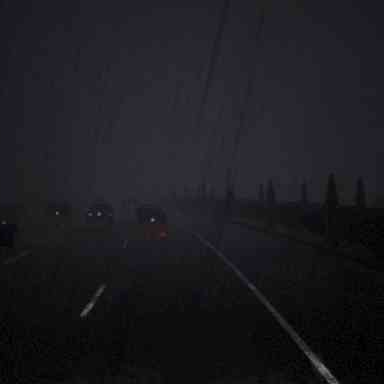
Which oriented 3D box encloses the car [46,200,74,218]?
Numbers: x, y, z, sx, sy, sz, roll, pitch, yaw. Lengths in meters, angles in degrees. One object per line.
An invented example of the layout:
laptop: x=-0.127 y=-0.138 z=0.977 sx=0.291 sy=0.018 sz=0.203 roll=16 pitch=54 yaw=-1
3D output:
car: x=-11.717 y=1.476 z=29.648 sx=1.837 sy=1.490 sz=4.892 roll=0 pitch=0 yaw=-15

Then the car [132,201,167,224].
car: x=-3.111 y=1.560 z=24.347 sx=1.895 sy=1.301 sz=4.718 roll=0 pitch=0 yaw=-13

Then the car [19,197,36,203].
car: x=-25.434 y=1.488 z=51.686 sx=1.812 sy=1.442 sz=4.674 roll=0 pitch=0 yaw=-16

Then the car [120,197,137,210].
car: x=-7.843 y=1.440 z=41.699 sx=1.837 sy=1.490 sz=4.892 roll=0 pitch=0 yaw=-16

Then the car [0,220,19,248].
car: x=-7.870 y=1.475 z=11.723 sx=1.882 sy=1.535 sz=5.008 roll=0 pitch=0 yaw=-7

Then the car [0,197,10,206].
car: x=-28.384 y=1.467 z=49.241 sx=2.128 sy=1.511 sz=4.902 roll=0 pitch=0 yaw=-16

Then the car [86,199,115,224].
car: x=-6.691 y=1.516 z=24.368 sx=2.033 sy=1.411 sz=5.357 roll=0 pitch=0 yaw=-13
